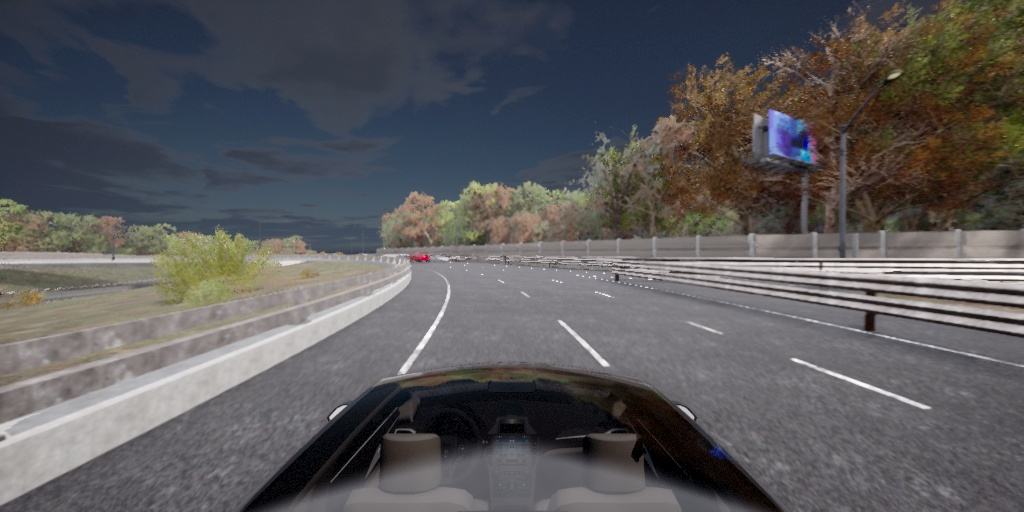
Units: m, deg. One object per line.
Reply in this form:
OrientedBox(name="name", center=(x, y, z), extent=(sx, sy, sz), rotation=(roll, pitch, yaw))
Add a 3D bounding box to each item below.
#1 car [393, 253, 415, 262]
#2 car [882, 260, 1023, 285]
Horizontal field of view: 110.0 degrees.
OrientedBox(name="car", center=(-18.982, 0.497, 61.411), extent=(2.128, 1.511, 4.902), rotation=(-1, 1, -35))
OrientedBox(name="car", center=(22.745, 0.892, 18.394), extent=(5.357, 1.411, 2.033), rotation=(0, 1, 23))
